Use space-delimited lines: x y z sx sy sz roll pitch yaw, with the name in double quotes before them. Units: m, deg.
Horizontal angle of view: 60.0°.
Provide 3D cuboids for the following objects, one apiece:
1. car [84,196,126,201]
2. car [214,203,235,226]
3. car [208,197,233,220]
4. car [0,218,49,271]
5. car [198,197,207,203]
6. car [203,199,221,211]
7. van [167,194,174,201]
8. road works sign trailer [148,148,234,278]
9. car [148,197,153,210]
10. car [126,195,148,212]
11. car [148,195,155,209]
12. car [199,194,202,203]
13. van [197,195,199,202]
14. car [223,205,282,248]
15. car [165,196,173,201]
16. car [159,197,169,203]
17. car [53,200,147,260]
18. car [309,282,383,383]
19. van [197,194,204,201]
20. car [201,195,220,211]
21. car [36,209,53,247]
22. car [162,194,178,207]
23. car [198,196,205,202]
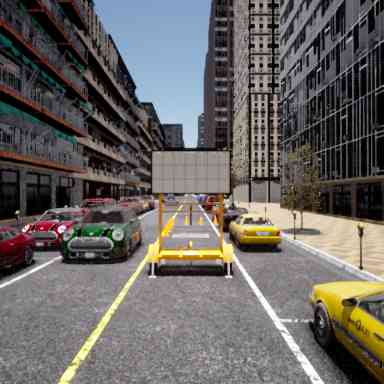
"car" -5.766 1.328 20.209 2.192 1.841 5.009 0 0 0
"car" 2.612 1.579 20.244 1.947 1.339 4.313 0 0 0
"car" 2.589 1.460 25.907 1.967 1.590 4.097 0 0 0
"car" -5.720 1.585 8.882 1.802 1.307 4.206 0 0 0
"car" 2.376 1.741 76.876 1.802 1.307 4.206 0 0 0
"car" 2.518 1.599 42.897 2.008 1.369 4.403 0 0 0
"van" -6.075 1.573 93.832 1.690 1.788 3.998 0 0 0
"road works sign trailer" -0.034 0.468 10.102 2.380 3.560 2.880 0 0 0
"car" -5.838 1.562 37.029 1.752 1.417 4.829 0 0 0
"car" -5.813 1.342 31.535 2.192 1.841 5.009 0 0 0
"car" -5.861 1.363 42.863 2.192 1.841 5.009 0 0 0
"car" 2.495 1.377 48.559 2.192 1.841 5.009 0 0 0
"van" 2.400 1.479 71.213 1.690 1.788 3.998 0 0 0
"car" 2.635 1.533 14.750 1.752 1.417 4.829 0 0 0
"car" -6.051 1.771 88.166 1.947 1.339 4.313 0 0 0
"car" -5.981 1.703 71.177 1.947 1.339 4.313 0 0 0
"car" -3.151 1.357 12.468 2.097 1.767 4.553 0 0 0
"car" 2.683 1.526 3.425 1.752 1.417 4.829 0 0 0
"van" 2.329 1.546 88.202 1.690 1.788 3.998 0 0 0
"car" 2.543 1.352 37.234 2.192 1.841 5.009 0 0 0
"car" -5.743 1.447 14.545 1.967 1.590 4.097 0 0 0
"car" -3.311 1.428 53.693 2.097 1.767 4.553 0 0 0
"car" 2.352 1.763 82.538 1.802 1.307 4.206 0 0 0
